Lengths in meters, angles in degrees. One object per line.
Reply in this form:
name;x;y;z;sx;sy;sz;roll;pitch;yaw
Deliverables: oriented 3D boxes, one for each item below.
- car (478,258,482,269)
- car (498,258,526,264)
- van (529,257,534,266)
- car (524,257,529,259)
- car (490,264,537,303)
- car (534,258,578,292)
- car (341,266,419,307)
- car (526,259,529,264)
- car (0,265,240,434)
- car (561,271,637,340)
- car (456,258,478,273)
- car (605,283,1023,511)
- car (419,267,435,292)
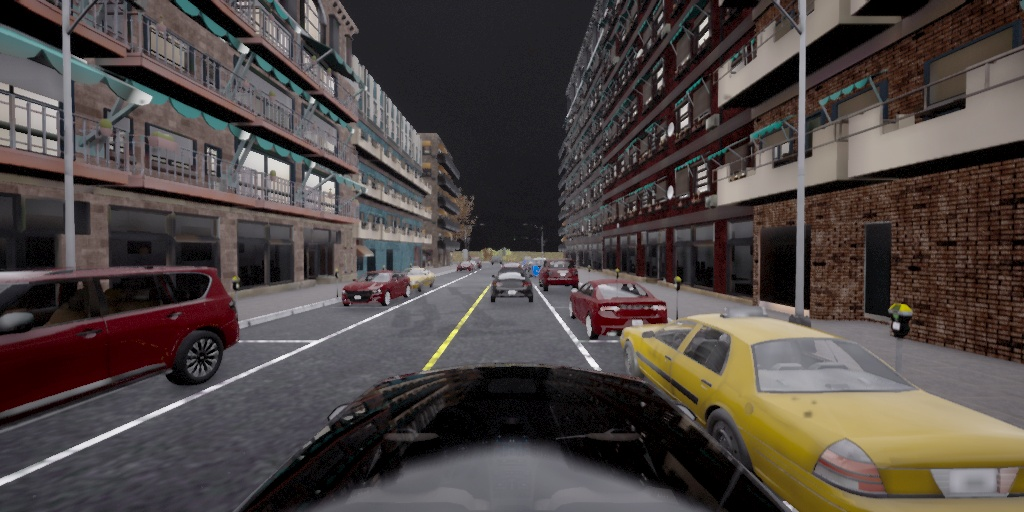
car;-5.691;1.263;49.495;2.007;1.370;4.403;0;0;0
car;0.000;1.218;31.504;1.882;1.535;5.008;0;0;0
van;2.690;1.072;32.548;1.690;1.789;3.998;0;0;0
car;2.690;1.152;49.544;1.967;1.591;4.097;0;0;0
car;0.000;1.275;16.502;1.812;1.442;4.674;0;0;0
car;2.690;1.054;21.218;2.192;1.841;5.009;0;0;0
car;-5.691;1.287;15.500;1.888;1.381;4.507;0;0;0
car;2.690;1.270;43.879;2.007;1.370;4.403;0;0;0
car;-5.691;1.061;4.169;2.192;1.841;5.009;0;0;0
car;2.689;1.289;9.887;1.888;1.381;4.507;0;0;0
car;-5.691;1.265;43.829;1.888;1.381;4.507;0;0;0
car;2.690;1.271;4.393;1.751;1.417;4.829;0;0;0
car;-5.691;1.264;20.997;1.751;1.417;4.829;0;0;0
